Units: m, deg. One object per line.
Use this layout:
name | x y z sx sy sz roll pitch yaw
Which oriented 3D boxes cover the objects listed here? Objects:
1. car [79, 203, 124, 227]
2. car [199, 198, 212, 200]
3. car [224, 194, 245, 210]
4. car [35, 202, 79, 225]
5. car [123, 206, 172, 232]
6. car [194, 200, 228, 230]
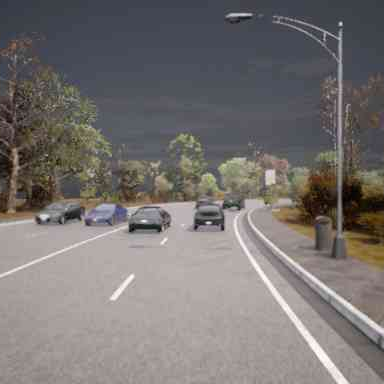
car | -5.814 1.513 23.137 1.812 1.442 4.674 0 0 6
car | 1.784 1.501 42.259 1.837 1.490 4.892 0 0 16
car | 5.434 1.229 42.399 2.150 2.045 5.566 0 0 16
car | -9.258 1.473 23.828 2.128 1.511 4.902 0 0 7
car | -2.427 1.557 20.126 1.994 1.385 4.181 0 0 5
car | 1.202 1.504 21.189 1.837 1.490 4.892 0 0 6
